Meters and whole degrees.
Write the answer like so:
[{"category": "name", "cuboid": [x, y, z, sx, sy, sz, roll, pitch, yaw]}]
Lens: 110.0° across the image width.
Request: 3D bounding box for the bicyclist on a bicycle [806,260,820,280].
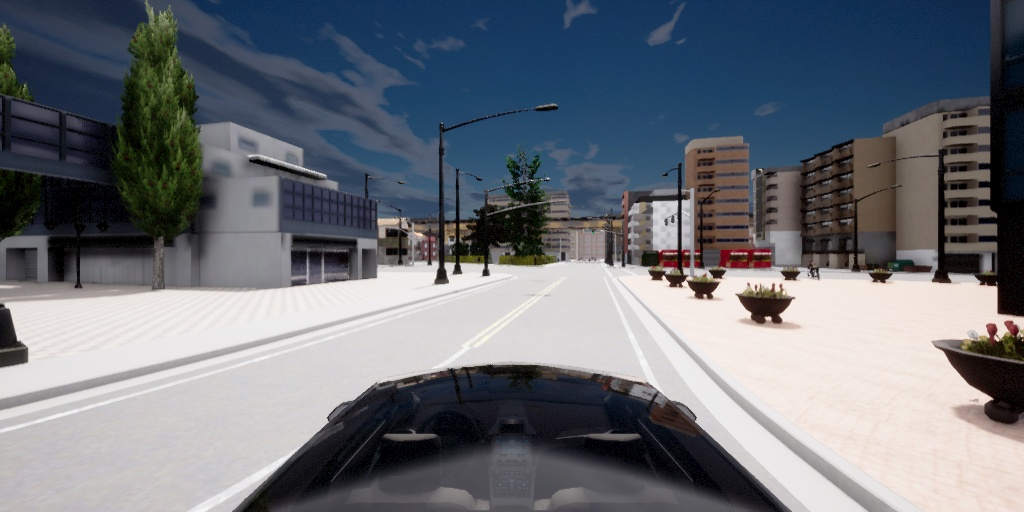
[{"category": "bicyclist on a bicycle", "cuboid": [24.920, 1.191, 29.723, 0.582, 1.620, 1.656, 1, 0, 13]}]
